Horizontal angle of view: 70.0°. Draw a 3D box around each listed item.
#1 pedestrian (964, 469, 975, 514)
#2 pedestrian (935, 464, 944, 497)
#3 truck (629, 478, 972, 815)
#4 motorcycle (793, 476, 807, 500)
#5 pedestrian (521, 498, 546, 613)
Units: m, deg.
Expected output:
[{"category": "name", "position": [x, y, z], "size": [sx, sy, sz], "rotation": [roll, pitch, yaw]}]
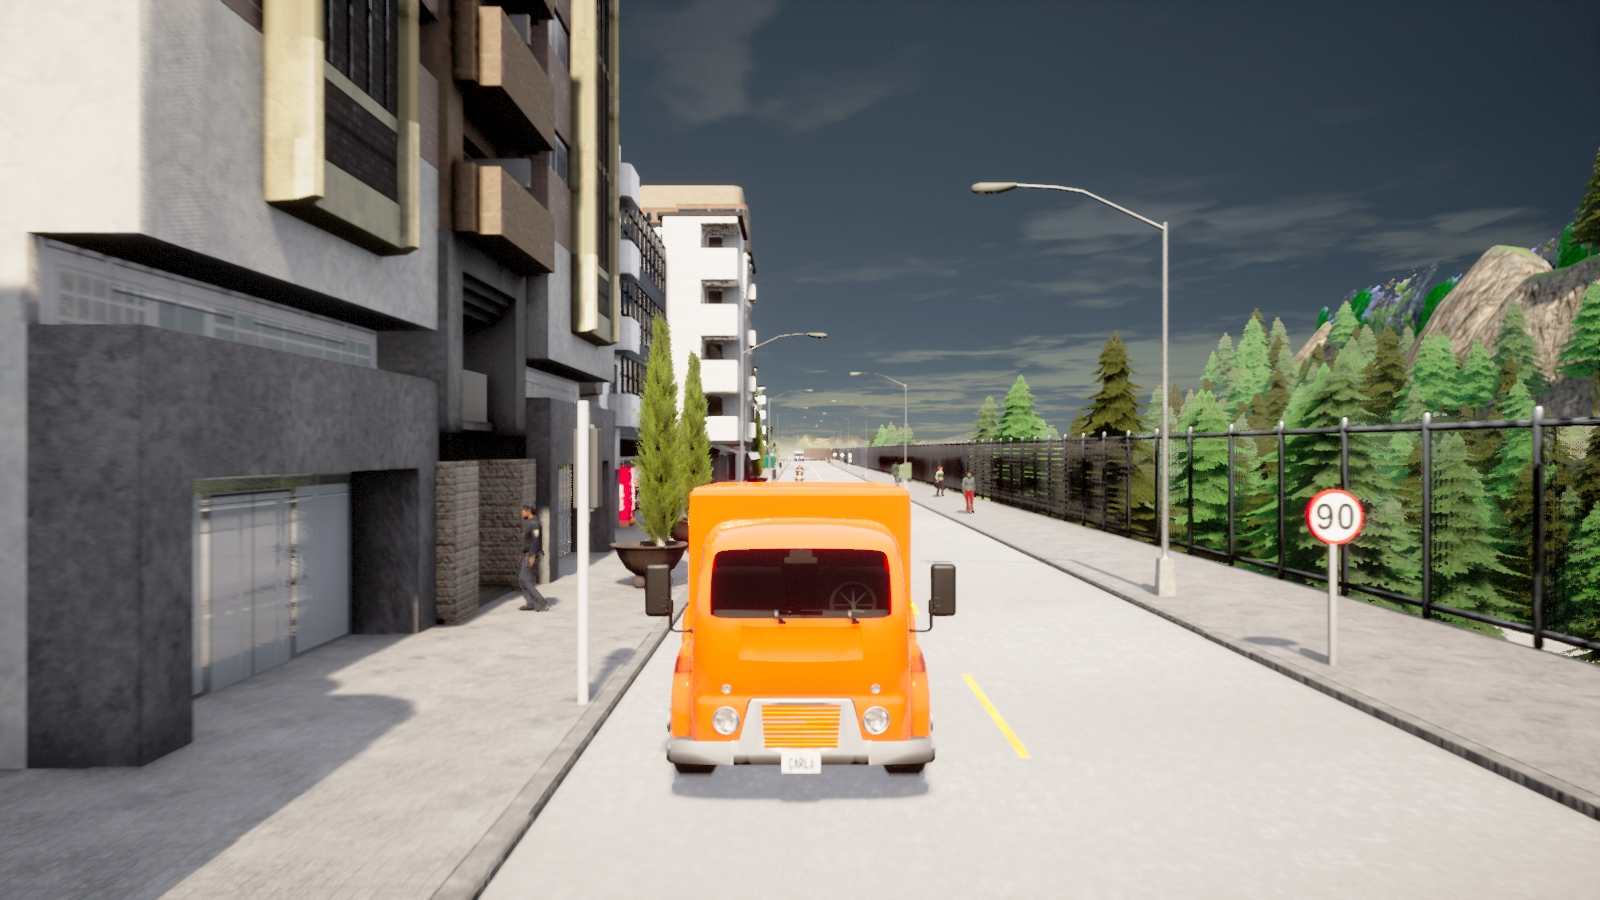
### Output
[{"category": "pedestrian", "position": [7.081, 1.745, 47.756], "size": [0.375, 1.860, 0.375], "rotation": [0, 0, -2]}, {"category": "pedestrian", "position": [7.917, 1.746, 64.768], "size": [0.375, 1.860, 0.375], "rotation": [0, 0, -14]}, {"category": "truck", "position": [-0.010, 1.571, 11.353], "size": [2.627, 2.467, 5.204], "rotation": [0, 0, 0]}, {"category": "motorcycle", "position": [-0.013, 2.156, 65.367], "size": [0.764, 1.307, 2.356], "rotation": [0, 0, 0]}, {"category": "pedestrian", "position": [-4.435, 1.747, 19.012], "size": [0.375, 1.860, 0.375], "rotation": [0, 0, -20]}]
